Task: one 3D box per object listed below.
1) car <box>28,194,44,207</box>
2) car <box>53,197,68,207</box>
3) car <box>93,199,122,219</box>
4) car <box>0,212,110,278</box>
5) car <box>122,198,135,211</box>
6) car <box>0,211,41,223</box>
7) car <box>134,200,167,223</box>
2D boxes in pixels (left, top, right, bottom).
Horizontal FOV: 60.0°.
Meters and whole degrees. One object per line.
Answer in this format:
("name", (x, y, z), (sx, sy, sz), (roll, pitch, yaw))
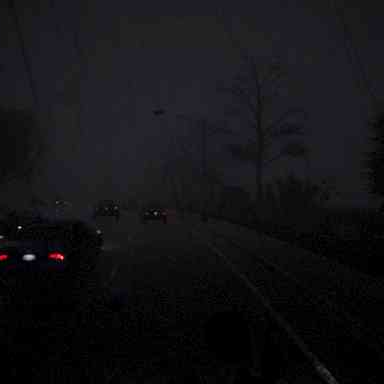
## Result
("car", (-25.739, 1.300, 54.776), (2.150, 2.045, 5.566), (0, 0, -29))
("car", (-21.678, 1.587, 54.639), (1.837, 1.490, 4.892), (0, 0, -28))
("car", (-7.642, 1.400, 29.593), (2.097, 1.767, 4.553), (0, 0, -15))
("car", (-4.023, 1.568, 10.203), (2.033, 1.411, 5.357), (0, 0, -6))
("car", (-8.038, 1.559, 42.088), (2.128, 1.511, 4.902), (0, 0, -20))
("car", (-8.575, 1.635, 16.509), (1.895, 1.301, 4.718), (0, 0, -9))
("car", (-3.183, 1.588, 26.365), (2.033, 1.411, 5.357), (0, 0, -13))
